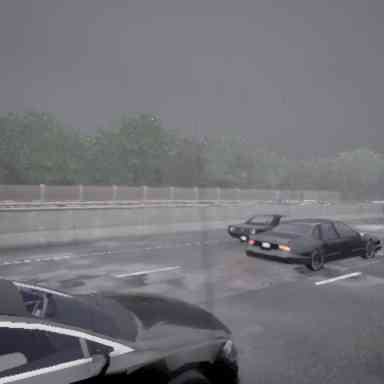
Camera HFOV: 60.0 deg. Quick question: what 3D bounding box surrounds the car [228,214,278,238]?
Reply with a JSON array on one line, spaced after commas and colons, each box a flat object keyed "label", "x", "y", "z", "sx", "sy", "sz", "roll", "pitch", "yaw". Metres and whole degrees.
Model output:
[{"label": "car", "x": 3.968, "y": 1.657, "z": 15.172, "sx": 4.718, "sy": 1.301, "sz": 1.895, "roll": 0, "pitch": 0, "yaw": -35}]

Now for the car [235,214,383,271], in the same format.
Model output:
[{"label": "car", "x": 4.175, "y": 1.588, "z": 11.021, "sx": 5.357, "sy": 1.411, "sz": 2.033, "roll": 0, "pitch": 0, "yaw": -35}]

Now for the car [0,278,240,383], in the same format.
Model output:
[{"label": "car", "x": -1.762, "y": 1.491, "z": 2.612, "sx": 4.902, "sy": 1.511, "sz": 2.128, "roll": 0, "pitch": 0, "yaw": -35}]

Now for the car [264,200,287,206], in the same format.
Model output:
[{"label": "car", "x": 11.820, "y": 1.912, "z": 42.493, "sx": 4.718, "sy": 1.301, "sz": 1.895, "roll": 1, "pitch": -1, "yaw": -35}]

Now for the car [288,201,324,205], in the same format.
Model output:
[{"label": "car", "x": 12.438, "y": 1.853, "z": 34.352, "sx": 4.718, "sy": 1.301, "sz": 1.895, "roll": 1, "pitch": -1, "yaw": -35}]
